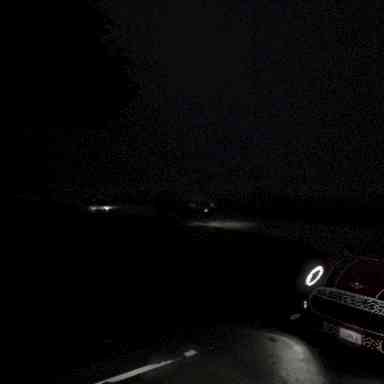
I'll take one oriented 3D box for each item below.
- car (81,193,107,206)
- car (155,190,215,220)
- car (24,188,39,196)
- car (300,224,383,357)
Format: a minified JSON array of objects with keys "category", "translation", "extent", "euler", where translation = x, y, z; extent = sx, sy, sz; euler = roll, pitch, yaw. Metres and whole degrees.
[{"category":"car","translation":[-11.960,0.845,40.566],"extent":[1.882,1.535,5.008],"euler":[-1,1,-36]},{"category":"car","translation":[-0.669,0.875,24.978],"extent":[2.150,2.045,5.566],"euler":[-1,2,-36]},{"category":"car","translation":[-40.522,-0.047,84.724],"extent":[2.150,2.045,5.566],"euler":[-1,1,-36]},{"category":"car","translation":[3.949,1.336,5.780],"extent":[4.553,1.767,2.097],"euler":[0,0,-36]}]
